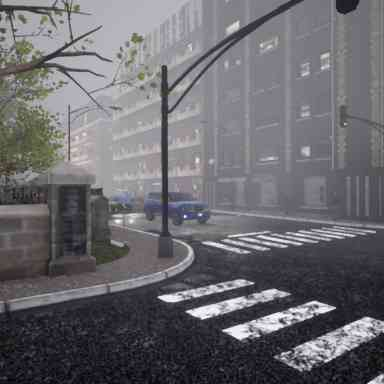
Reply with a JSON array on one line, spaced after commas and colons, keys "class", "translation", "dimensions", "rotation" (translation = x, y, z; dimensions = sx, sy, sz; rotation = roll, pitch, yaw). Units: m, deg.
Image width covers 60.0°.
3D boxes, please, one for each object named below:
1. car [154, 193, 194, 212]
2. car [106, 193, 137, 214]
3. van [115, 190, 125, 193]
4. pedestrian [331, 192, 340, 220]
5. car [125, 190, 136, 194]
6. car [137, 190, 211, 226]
[{"class": "car", "translation": [-1.821, 0.950, 32.377], "dimensions": [1.967, 1.590, 4.097], "rotation": [1, 1, -36]}, {"class": "car", "translation": [-6.803, 1.099, 29.359], "dimensions": [1.994, 1.385, 4.181], "rotation": [0, 1, -36]}, {"class": "van", "translation": [-8.348, 0.655, 41.285], "dimensions": [1.690, 1.788, 3.998], "rotation": [1, 1, -36]}, {"class": "pedestrian", "translation": [9.454, 0.902, 21.945], "dimensions": [0.375, 1.860, 0.375], "rotation": [1, -1, -36]}, {"class": "car", "translation": [-5.083, 0.727, 36.831], "dimensions": [2.192, 1.841, 5.009], "rotation": [1, 1, -36]}, {"class": "car", "translation": [-1.143, 0.926, 21.630], "dimensions": [2.150, 2.045, 5.566], "rotation": [0, 1, -36]}]
